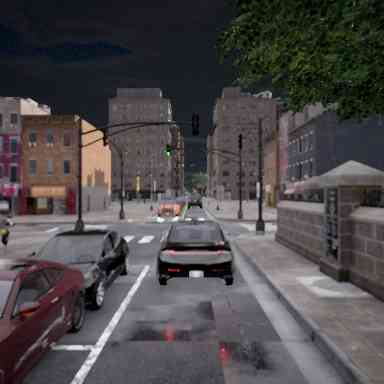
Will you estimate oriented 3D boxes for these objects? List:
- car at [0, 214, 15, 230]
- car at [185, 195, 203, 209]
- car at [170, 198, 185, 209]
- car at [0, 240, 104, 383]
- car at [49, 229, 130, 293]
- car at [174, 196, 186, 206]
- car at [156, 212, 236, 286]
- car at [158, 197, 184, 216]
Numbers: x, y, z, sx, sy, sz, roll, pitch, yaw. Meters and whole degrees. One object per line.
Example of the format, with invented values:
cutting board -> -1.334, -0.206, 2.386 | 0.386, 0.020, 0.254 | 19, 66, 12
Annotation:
car -> -13.751, 1.743, 20.812 | 4.902, 1.511, 2.128 | -1, 0, 0
car -> 0.446, 1.499, 51.083 | 2.150, 2.045, 5.566 | 0, 0, 0
car -> -2.249, 1.782, 53.272 | 2.128, 1.511, 4.902 | 0, 0, 0
car -> -2.633, 1.606, 4.240 | 1.802, 1.307, 4.206 | 0, 0, 0
car -> -2.630, 1.611, 7.903 | 1.947, 1.339, 4.313 | 0, 0, 0
car -> -2.214, 1.696, 63.528 | 2.097, 1.767, 4.553 | 0, 0, 0
car -> 0.097, 1.547, 9.523 | 2.128, 1.511, 4.902 | 0, 0, 0
car -> -2.288, 1.540, 34.479 | 2.097, 1.767, 4.553 | 0, 0, 1
